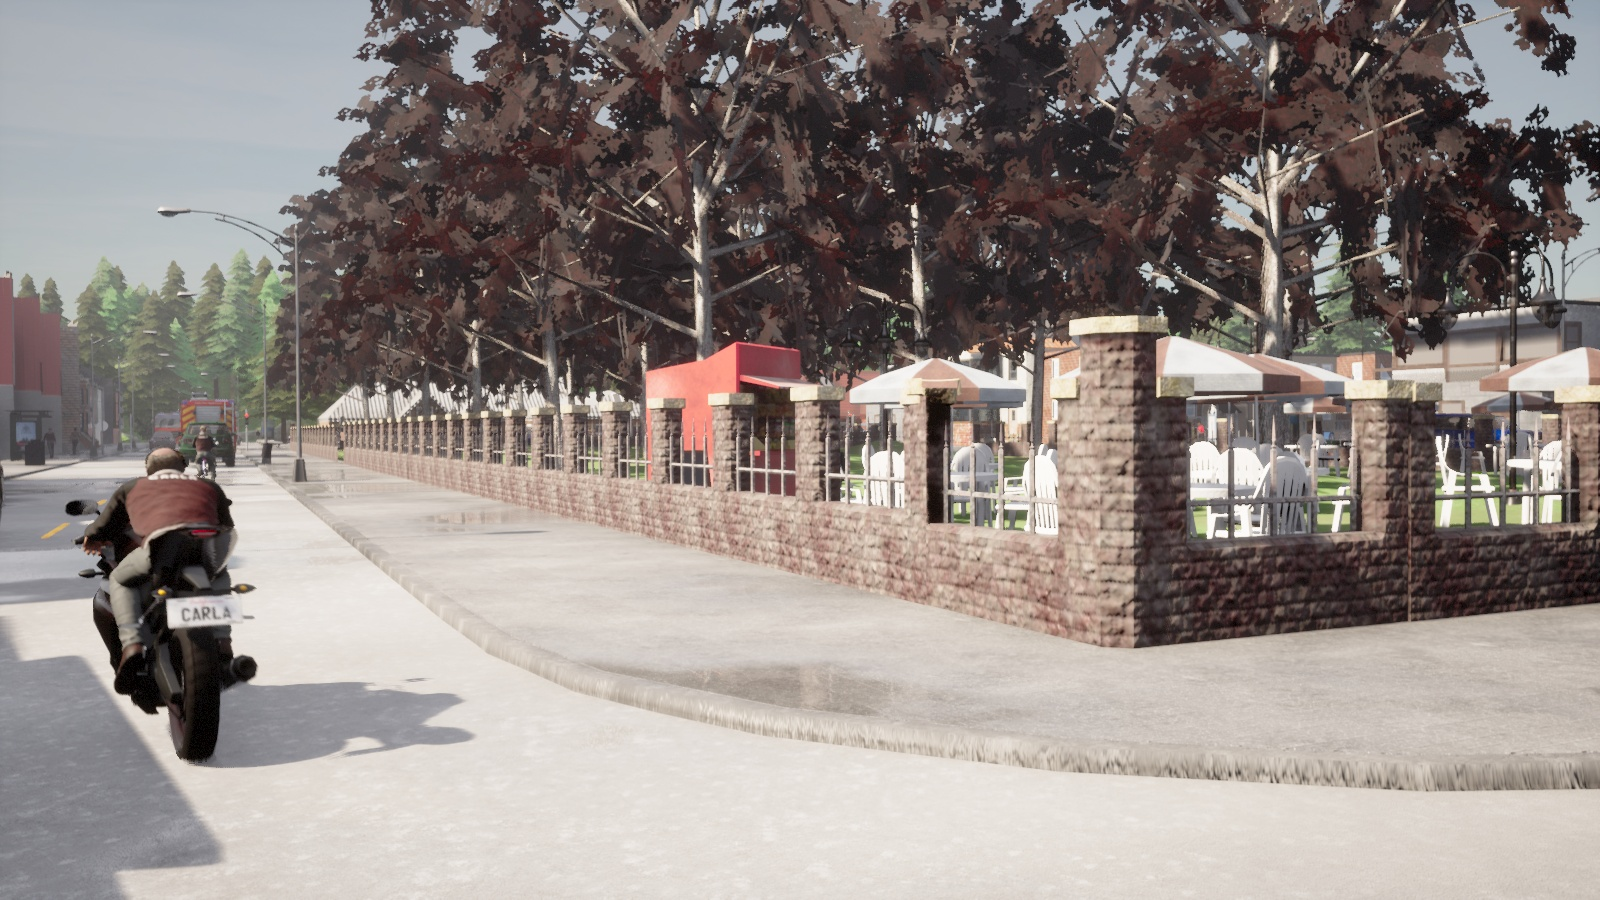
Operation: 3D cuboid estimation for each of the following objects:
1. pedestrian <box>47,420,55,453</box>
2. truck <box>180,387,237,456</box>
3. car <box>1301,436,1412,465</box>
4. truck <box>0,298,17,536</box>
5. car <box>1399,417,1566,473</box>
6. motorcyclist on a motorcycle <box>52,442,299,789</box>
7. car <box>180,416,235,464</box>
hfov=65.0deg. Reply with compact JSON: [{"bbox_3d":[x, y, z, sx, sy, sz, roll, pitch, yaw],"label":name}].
[{"bbox_3d":[-42.819,-0.776,71.798,0.376,1.854,0.720,0,1,-31],"label":"pedestrian"},{"bbox_3d":[-34.910,-1.673,74.211,2.891,3.827,8.468,0,1,-25],"label":"truck"},{"bbox_3d":[26.309,-0.022,59.515,1.895,1.301,4.718,0,1,-25],"label":"car"},{"bbox_3d":[-11.947,-0.446,15.514,2.891,3.462,7.936,0,1,-25],"label":"truck"},{"bbox_3d":[26.653,-0.230,49.291,2.150,2.045,5.566,0,1,-25],"label":"car"},{"bbox_3d":[-3.423,0.739,6.756,0.866,1.530,2.191,1,1,-35],"label":"motorcyclist on a motorcycle"},{"bbox_3d":[-26.807,-0.477,56.820,2.150,2.045,5.566,0,1,-25],"label":"car"}]
